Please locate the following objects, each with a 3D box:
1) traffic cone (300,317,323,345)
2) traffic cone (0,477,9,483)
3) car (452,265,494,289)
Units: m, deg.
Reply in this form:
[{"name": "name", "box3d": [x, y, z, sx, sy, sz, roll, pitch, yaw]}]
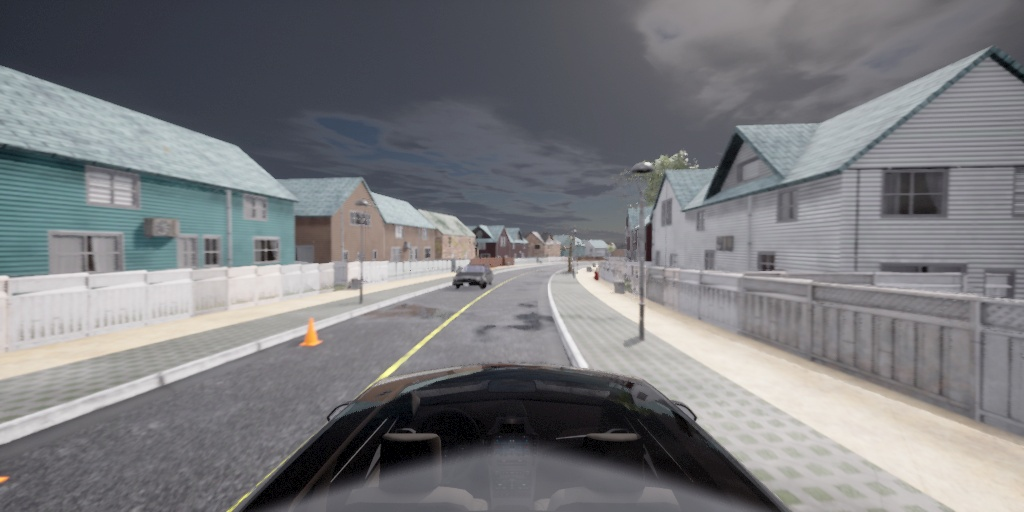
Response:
[{"name": "traffic cone", "box3d": [-4.526, 1.682, 8.082, 0.340, 0.580, 0.340, 0, 0, 2]}, {"name": "traffic cone", "box3d": [-4.637, 1.690, 3.020, 0.340, 0.580, 0.340, 0, 0, 1]}, {"name": "car", "box3d": [-2.335, 1.255, 23.080, 2.033, 1.411, 5.357, 0, 0, 6]}]
